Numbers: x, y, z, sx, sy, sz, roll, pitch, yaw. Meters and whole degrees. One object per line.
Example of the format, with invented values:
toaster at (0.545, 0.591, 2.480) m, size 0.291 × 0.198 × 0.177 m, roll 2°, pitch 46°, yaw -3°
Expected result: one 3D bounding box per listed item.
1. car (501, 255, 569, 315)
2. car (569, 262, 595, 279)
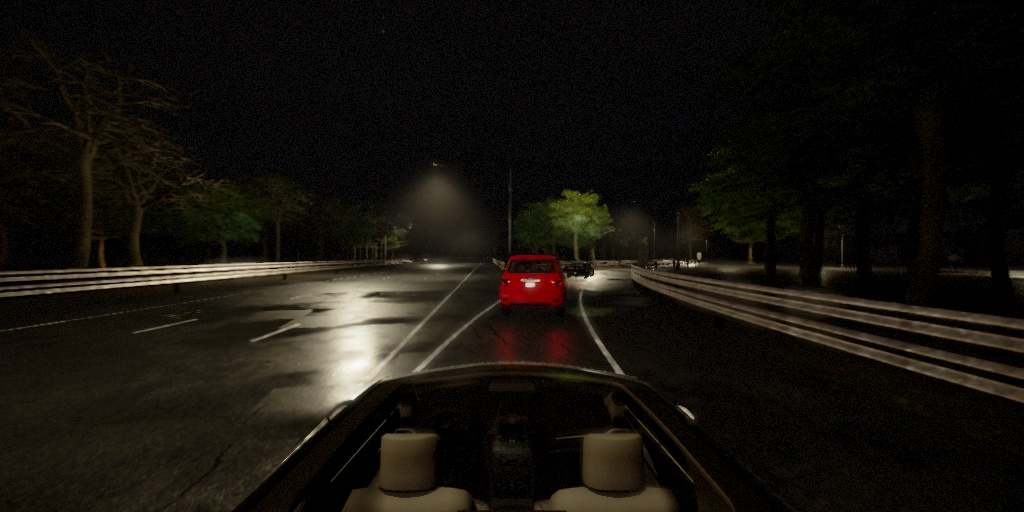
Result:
car at (0.991, 1.003, 13.853) m, size 2.150 × 2.045 × 5.566 m, roll 0°, pitch 0°, yaw 9°
car at (6.481, 1.292, 33.513) m, size 2.128 × 1.511 × 4.902 m, roll 0°, pitch 0°, yaw 23°
